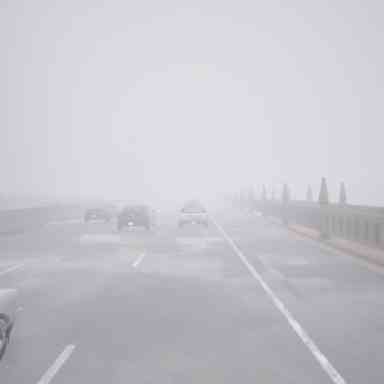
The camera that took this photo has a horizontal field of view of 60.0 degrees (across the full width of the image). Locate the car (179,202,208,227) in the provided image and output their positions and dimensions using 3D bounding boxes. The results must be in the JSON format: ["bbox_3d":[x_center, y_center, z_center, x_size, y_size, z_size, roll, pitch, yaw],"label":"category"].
[{"bbox_3d":[0.084,1.606,22.908,1.895,1.301,4.718,0,0,0],"label":"car"}]

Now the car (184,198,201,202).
[{"bbox_3d":[0.069,1.514,41.583,1.837,1.490,4.892,0,0,0],"label":"car"}]

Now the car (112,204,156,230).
[{"bbox_3d":[-3.414,1.510,20.923,1.837,1.490,4.892,0,0,0],"label":"car"}]

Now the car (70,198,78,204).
[{"bbox_3d":[-17.584,1.561,52.778,2.033,1.411,5.357,0,0,1],"label":"car"}]

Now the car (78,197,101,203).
[{"bbox_3d":[-14.104,1.505,47.802,2.128,1.511,4.902,0,0,0],"label":"car"}]

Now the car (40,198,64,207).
[{"bbox_3d":[-21.095,1.615,50.179,1.895,1.301,4.718,0,0,0],"label":"car"}]

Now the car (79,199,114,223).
[{"bbox_3d":[-6.919,1.532,25.765,1.812,1.442,4.674,0,0,0],"label":"car"}]

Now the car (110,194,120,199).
[{"bbox_3d":[-21.000,1.400,90.535,1.812,1.442,4.674,0,0,1],"label":"car"}]

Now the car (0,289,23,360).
[{"bbox_3d":[-3.406,1.602,2.730,1.895,1.301,4.718,0,0,0],"label":"car"}]

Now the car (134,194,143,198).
[{"bbox_3d":[-14.032,1.337,87.388,2.097,1.767,4.553,0,0,0],"label":"car"}]
